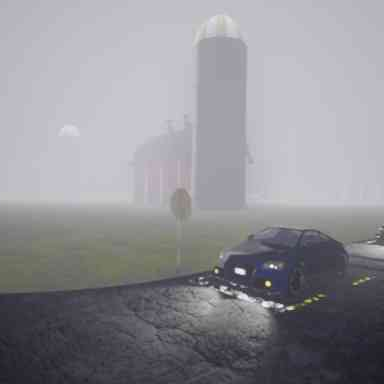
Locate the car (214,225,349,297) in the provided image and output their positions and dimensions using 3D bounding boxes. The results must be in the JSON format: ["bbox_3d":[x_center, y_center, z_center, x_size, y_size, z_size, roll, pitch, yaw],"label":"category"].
[{"bbox_3d":[2.500,1.616,8.828,4.181,1.385,1.994,1,0,-44],"label":"car"}]

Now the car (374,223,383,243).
[{"bbox_3d":[10.488,1.768,16.008,4.181,1.385,1.994,1,0,-41],"label":"car"}]
